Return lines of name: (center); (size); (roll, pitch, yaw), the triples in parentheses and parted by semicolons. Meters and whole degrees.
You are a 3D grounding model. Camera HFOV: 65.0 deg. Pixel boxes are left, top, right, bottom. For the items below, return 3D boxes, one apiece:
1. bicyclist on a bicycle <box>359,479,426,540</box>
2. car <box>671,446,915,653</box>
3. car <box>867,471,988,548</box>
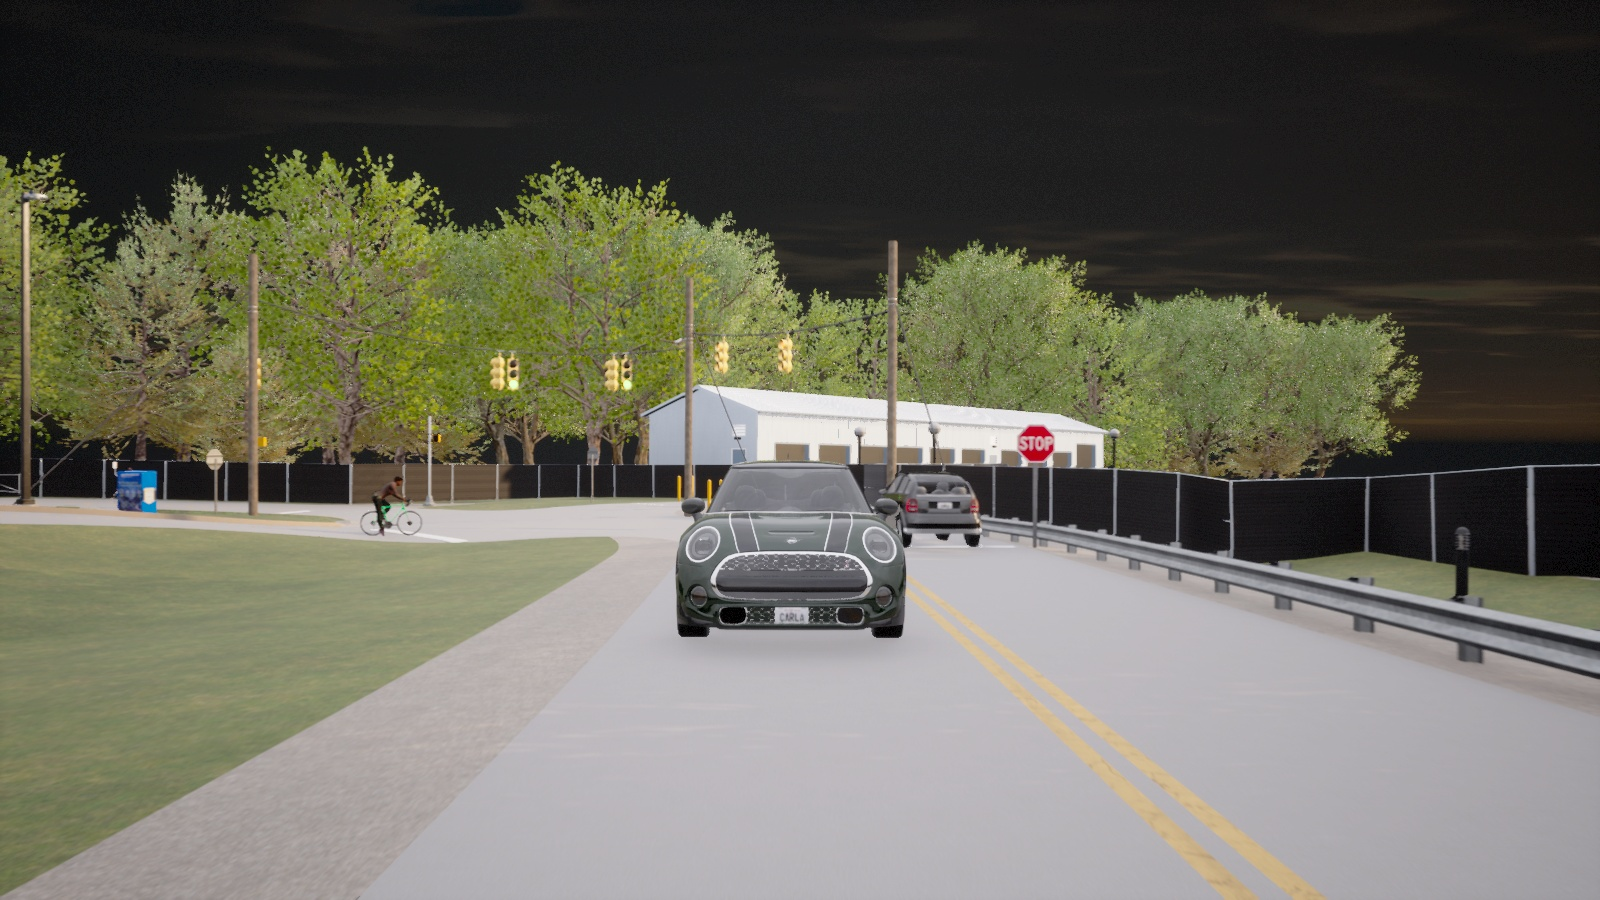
bicyclist on a bicycle: (-11.170, 1.628, 34.440); (1.656, 1.620, 0.582); (1, 1, -26)
car: (-0.102, 0.889, 13.074); (2.097, 1.767, 4.553); (0, -1, -1)
car: (2.674, 1.232, 27.236); (1.789, 1.549, 3.705); (0, -1, -8)
